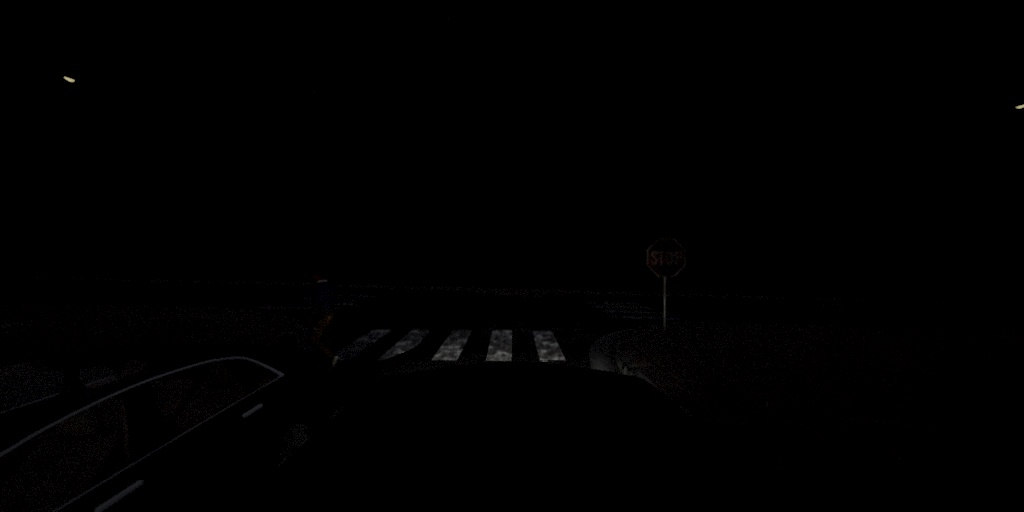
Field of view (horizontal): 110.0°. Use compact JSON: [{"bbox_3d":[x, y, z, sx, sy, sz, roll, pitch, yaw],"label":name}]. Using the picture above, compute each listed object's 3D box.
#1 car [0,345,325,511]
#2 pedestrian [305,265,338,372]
[{"bbox_3d":[-2.637,1.300,1.746,2.007,1.370,4.403,0,0,0],"label":"car"},{"bbox_3d":[-3.196,0.990,6.076,0.375,1.860,0.375,1,0,0],"label":"pedestrian"}]
